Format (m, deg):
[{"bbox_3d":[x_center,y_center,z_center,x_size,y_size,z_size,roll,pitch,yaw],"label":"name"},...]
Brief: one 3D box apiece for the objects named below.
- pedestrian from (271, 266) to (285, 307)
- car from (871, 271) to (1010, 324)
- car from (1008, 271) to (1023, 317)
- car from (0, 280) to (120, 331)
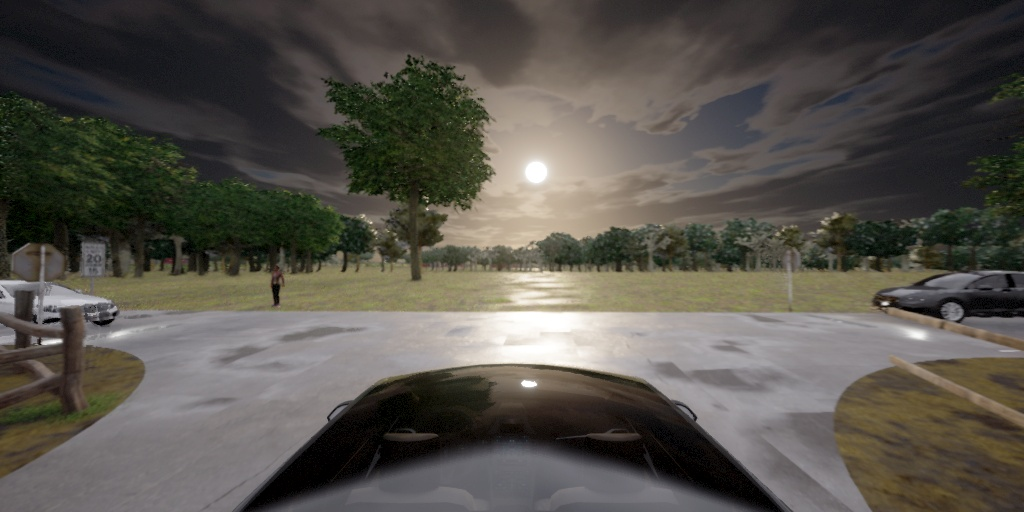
[{"bbox_3d":[-10.609,1.337,16.148,0.375,1.860,0.375,0,-2,5],"label":"pedestrian"},{"bbox_3d":[13.982,1.215,10.888,4.892,1.490,1.837,0,-2,6],"label":"car"},{"bbox_3d":[15.104,1.089,7.875,4.902,1.511,2.128,-1,-2,5],"label":"car"},{"bbox_3d":[-14.302,1.430,10.471,4.674,1.442,1.812,0,-2,5],"label":"car"}]
